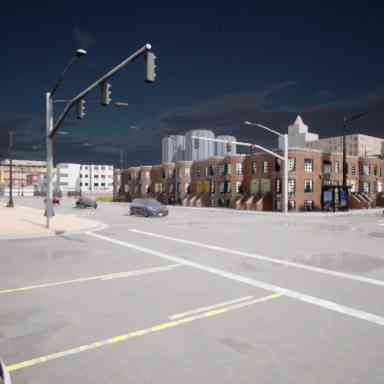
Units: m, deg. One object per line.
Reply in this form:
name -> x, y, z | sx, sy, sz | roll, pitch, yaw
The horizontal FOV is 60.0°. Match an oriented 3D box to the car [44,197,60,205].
car -> -25.125, 1.601, 59.638 | 1.895, 1.301, 4.718 | 0, 0, -36

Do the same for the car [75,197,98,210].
car -> -14.049, 1.503, 44.148 | 1.837, 1.490, 4.892 | 0, 0, -36

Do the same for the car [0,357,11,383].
car -> -3.740, 1.222, 1.100 | 5.566, 2.045, 2.150 | 0, 0, -35

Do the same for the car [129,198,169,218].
car -> -3.979, 1.349, 30.176 | 2.097, 1.767, 4.553 | 0, 0, -35
